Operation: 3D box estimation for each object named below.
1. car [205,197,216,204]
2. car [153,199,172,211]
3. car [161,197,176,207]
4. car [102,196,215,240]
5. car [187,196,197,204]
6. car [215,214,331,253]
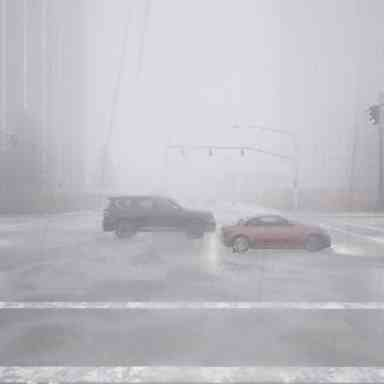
[{"bbox_3d":[3.519,1.601,65.002,1.895,1.301,4.718,0,0,0],"label":"car"},{"bbox_3d":[-3.587,1.564,40.774,1.994,1.385,4.181,0,0,0],"label":"car"},{"bbox_3d":[-3.581,1.547,51.075,2.033,1.411,5.357,0,0,-1],"label":"car"},{"bbox_3d":[-1.613,1.221,16.525,5.566,2.045,2.150,0,0,-1],"label":"car"},{"bbox_3d":[0.019,1.564,64.973,1.994,1.385,4.181,0,0,0],"label":"car"},{"bbox_3d":[3.175,1.564,13.099,4.181,1.385,1.994,0,0,-1],"label":"car"}]
